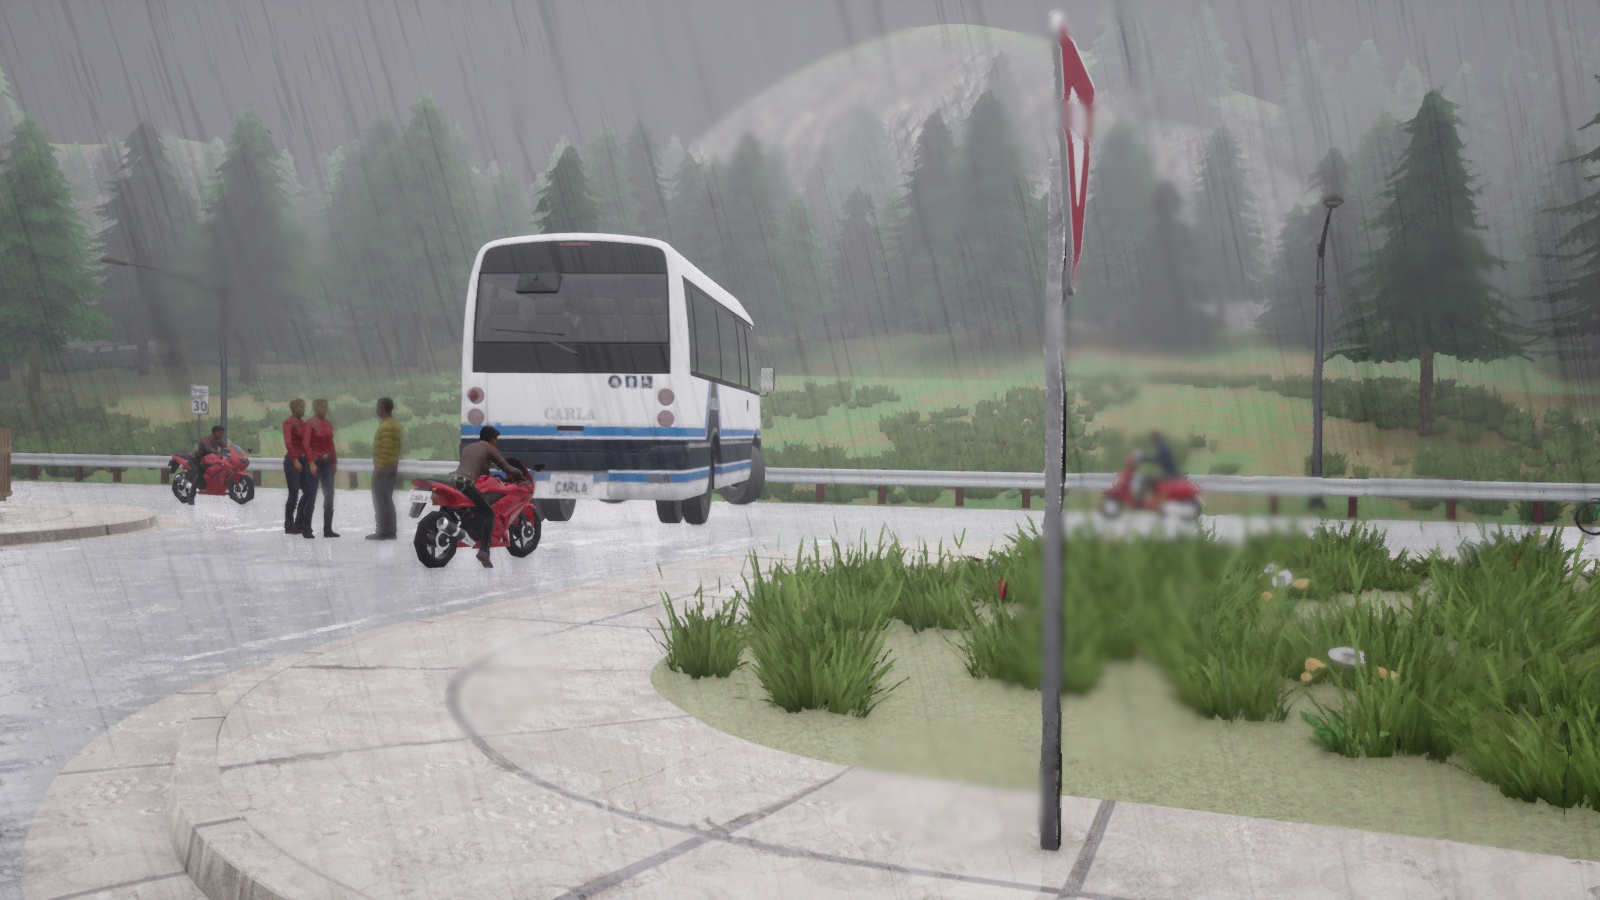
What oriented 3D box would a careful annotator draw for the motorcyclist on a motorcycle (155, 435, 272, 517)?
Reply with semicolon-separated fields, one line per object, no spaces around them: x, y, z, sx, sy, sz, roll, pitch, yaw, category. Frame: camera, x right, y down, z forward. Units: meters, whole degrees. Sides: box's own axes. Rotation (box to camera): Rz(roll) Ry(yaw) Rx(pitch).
-11.264;0.486;24.119;2.044;1.523;0.797;0;1;20;motorcyclist on a motorcycle

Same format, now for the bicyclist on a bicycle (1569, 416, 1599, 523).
12.717;0.291;19.193;1.509;1.612;0.866;0;1;20;bicyclist on a bicycle

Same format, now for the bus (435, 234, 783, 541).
-2.765;-0.926;22.704;3.944;4.253;10.273;0;1;4;bus

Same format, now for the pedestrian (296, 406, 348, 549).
-6.283;0.348;16.497;0.636;1.846;0.331;0;1;37;pedestrian

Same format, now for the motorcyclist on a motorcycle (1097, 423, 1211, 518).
6.086;0.335;21.585;1.817;1.590;0.866;0;1;20;motorcyclist on a motorcycle

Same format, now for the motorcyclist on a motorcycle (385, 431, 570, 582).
-3.490;0.557;13.804;0.797;1.523;2.044;0;1;27;motorcyclist on a motorcycle

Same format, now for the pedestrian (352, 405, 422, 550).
-5.305;0.344;16.144;0.709;1.840;0.431;0;1;8;pedestrian

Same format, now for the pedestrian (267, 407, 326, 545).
-6.824;0.346;17.023;0.636;1.846;0.331;0;1;12;pedestrian
